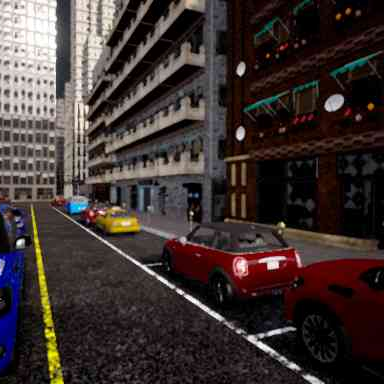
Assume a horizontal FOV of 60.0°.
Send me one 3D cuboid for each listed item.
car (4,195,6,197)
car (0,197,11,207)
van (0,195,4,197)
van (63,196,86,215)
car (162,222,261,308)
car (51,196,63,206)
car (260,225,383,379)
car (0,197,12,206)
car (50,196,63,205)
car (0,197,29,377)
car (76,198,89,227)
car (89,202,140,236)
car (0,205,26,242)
[{"bbox_3d":[-25.835,1.271,44.580,2.192,1.841,5.009,-1,0,-26],"label":"car"},{"bbox_3d":[-28.267,1.516,49.568,1.947,1.339,4.313,-1,0,-26],"label":"car"},{"bbox_3d":[-20.966,1.308,34.606,1.690,1.788,3.998,-1,0,-26],"label":"van"},{"bbox_3d":[-11.459,1.311,33.094,1.690,1.788,3.998,-1,0,-26],"label":"van"},{"bbox_3d":[0.713,1.433,8.161,1.967,1.590,4.097,-1,0,-26],"label":"car"},{"bbox_3d":[-21.194,1.493,53.042,1.887,1.381,4.507,-1,0,-26],"label":"car"},{"bbox_3d":[3.145,1.313,3.174,2.192,1.841,5.009,-1,0,-26],"label":"car"},{"bbox_3d":[-30.701,1.489,54.554,1.887,1.381,4.507,-1,0,-26],"label":"car"},{"bbox_3d":[-23.703,1.467,58.181,1.752,1.417,4.829,-1,0,-26],"label":"car"},{"bbox_3d":[-3.910,1.217,5.321,2.150,2.045,5.566,0,0,-26],"label":"car"},{"bbox_3d":[-6.590,1.420,23.121,1.967,1.590,4.097,-1,0,-26],"label":"car"},{"bbox_3d":[-4.229,1.510,18.288,1.752,1.417,4.829,-1,0,-26],"label":"car"},{"bbox_3d":[-9.476,1.511,16.941,1.812,1.442,4.674,0,0,-26],"label":"car"}]
